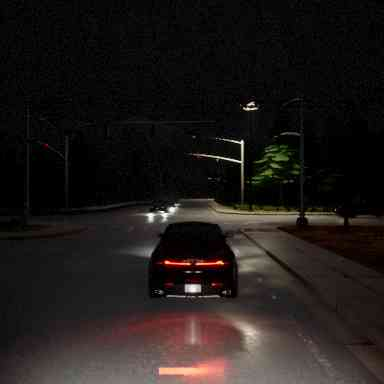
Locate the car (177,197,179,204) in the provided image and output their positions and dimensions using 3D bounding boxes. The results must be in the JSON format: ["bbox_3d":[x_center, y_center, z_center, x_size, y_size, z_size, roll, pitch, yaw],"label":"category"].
[{"bbox_3d":[-3.552,1.505,64.156,1.837,1.490,4.892,0,0,1],"label":"car"}]

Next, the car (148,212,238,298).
[{"bbox_3d":[0.036,1.501,8.481,1.837,1.490,4.892,0,0,0],"label":"car"}]

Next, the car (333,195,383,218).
[{"bbox_3d":[15.558,1.248,29.621,5.566,2.045,2.150,0,0,1],"label":"car"}]

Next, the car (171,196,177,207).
[{"bbox_3d":[-3.661,1.600,50.341,1.895,1.301,4.718,0,0,0],"label":"car"}]

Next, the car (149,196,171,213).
[{"bbox_3d":[-3.649,1.505,37.076,1.837,1.490,4.892,0,0,0],"label":"car"}]
